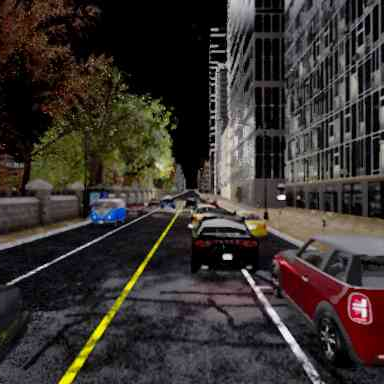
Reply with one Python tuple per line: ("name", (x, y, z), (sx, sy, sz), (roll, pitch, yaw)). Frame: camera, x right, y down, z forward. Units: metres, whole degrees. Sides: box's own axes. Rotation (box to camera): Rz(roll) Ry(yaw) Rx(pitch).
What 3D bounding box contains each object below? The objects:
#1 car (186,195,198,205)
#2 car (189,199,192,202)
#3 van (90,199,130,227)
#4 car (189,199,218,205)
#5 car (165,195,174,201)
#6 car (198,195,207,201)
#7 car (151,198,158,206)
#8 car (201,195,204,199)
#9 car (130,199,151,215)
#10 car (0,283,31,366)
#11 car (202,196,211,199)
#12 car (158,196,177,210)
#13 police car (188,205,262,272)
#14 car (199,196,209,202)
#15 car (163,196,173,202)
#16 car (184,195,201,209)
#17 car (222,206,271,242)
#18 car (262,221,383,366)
("car", (-0.010, 1.386, 61.300), (2.097, 1.767, 4.553), (0, 0, 0))
("car", (0.895, 1.540, 26.885), (1.837, 1.490, 4.892), (0, 0, 0))
("van", (-5.689, 1.373, 22.881), (1.690, 1.788, 3.998), (0, 0, 0))
("car", (0.896, 1.486, 21.076), (1.801, 1.575, 5.366), (0, 0, 0))
("car", (-5.700, 1.559, 85.393), (2.008, 1.369, 4.403), (0, 0, 0))
("car", (2.681, 1.559, 85.368), (2.008, 1.369, 4.403), (0, 0, 0))
("car", (-5.694, 1.584, 51.295), (1.887, 1.381, 4.507), (0, 0, 0))
("car", (2.685, 1.578, 62.642), (1.887, 1.381, 4.507), (0, 0, 0))
("car", (-5.692, 1.620, 34.247), (1.802, 1.307, 4.206), (0, 0, 0))
("car", (-3.101, 1.552, 2.166), (2.033, 1.411, 5.357), (0, 0, 0))
("car", (2.687, 1.622, 45.598), (1.802, 1.307, 4.206), (0, 0, 0))
("car", (-3.097, 1.566, 44.026), (1.812, 1.442, 4.674), (0, 0, 0))
("police car", (0.899, 1.444, 10.995), (1.930, 1.638, 5.238), (0, 0, 0))
("car", (2.683, 1.588, 74.004), (1.947, 1.339, 4.313), (0, 0, 0))
("car", (-5.698, 1.566, 79.710), (2.008, 1.369, 4.403), (0, 0, 0))
("car", (-0.006, 1.546, 46.616), (1.837, 1.490, 4.892), (0, 0, 0))
("car", (2.692, 1.552, 17.361), (1.752, 1.417, 4.829), (0, 0, 0))
("car", (2.694, 1.451, 5.825), (1.967, 1.590, 4.097), (0, 0, 0))
